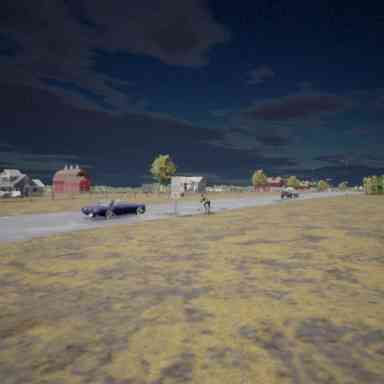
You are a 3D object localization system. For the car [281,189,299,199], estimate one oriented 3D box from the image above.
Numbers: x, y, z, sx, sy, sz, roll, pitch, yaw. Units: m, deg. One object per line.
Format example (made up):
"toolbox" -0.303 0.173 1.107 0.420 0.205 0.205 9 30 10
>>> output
"car" 16.368 0.290 55.380 1.837 1.490 4.892 1 2 35

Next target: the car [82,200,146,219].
"car" -5.585 1.214 24.505 1.895 1.301 4.718 1 2 37

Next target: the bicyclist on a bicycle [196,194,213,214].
"bicyclist on a bicycle" 0.992 1.000 26.872 1.656 1.620 0.582 0 1 35
